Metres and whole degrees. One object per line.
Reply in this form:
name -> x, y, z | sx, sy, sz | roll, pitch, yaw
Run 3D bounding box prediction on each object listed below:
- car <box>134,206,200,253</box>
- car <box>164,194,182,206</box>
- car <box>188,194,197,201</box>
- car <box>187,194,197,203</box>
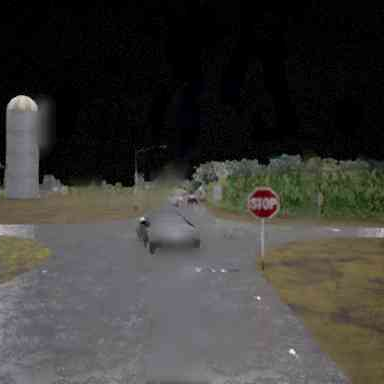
car -> -1.146, 1.524, 13.802 | 1.994, 1.385, 4.181 | 0, 0, -17
car -> -2.831, 1.429, 47.461 | 1.837, 1.490, 4.892 | 0, 0, 0
car -> 0.005, 1.241, 76.060 | 1.994, 1.385, 4.181 | 0, 0, 0
car -> 0.005, 1.359, 65.636 | 1.882, 1.535, 5.008 | 0, 0, 0
